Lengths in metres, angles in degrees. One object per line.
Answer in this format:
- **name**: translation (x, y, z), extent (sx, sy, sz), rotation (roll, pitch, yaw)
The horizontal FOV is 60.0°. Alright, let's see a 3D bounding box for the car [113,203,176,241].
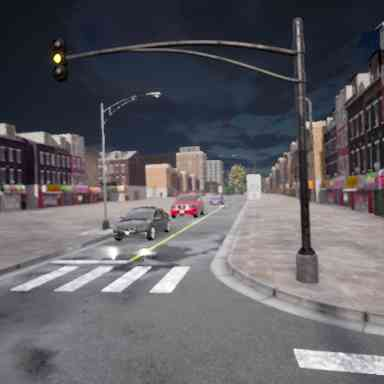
- **car**: translation (-2.443, 1.550, 17.158), extent (1.837, 1.490, 4.892), rotation (-2, 0, 11)

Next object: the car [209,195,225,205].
- **car**: translation (3.805, 1.208, 50.202), extent (1.812, 1.442, 4.674), rotation (-2, 0, 11)

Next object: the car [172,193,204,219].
- **car**: translation (-0.298, 1.143, 28.742), extent (2.150, 2.045, 5.566), rotation (-2, 0, 11)
